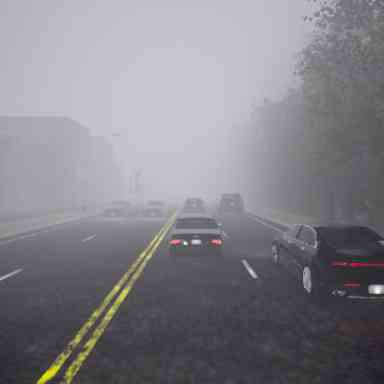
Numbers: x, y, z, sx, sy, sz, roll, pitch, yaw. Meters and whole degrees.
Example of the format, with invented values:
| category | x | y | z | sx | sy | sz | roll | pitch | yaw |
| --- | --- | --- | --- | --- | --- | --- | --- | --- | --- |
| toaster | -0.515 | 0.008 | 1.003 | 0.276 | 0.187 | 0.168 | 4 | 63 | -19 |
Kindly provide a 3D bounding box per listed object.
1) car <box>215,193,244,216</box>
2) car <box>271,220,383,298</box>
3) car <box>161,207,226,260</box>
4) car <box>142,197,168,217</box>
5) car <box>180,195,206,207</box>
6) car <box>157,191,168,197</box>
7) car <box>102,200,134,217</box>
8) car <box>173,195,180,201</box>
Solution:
| category | x | y | z | sx | sy | sz | roll | pitch | yaw |
| --- | --- | --- | --- | --- | --- | --- | --- | --- | --- |
| car | 3.449 | 1.103 | 31.057 | 2.150 | 2.045 | 5.566 | 0 | 0 | 0 |
| car | 3.359 | 1.476 | 8.415 | 1.837 | 1.490 | 4.892 | 0 | 1 | 0 |
| car | 0.134 | 1.499 | 12.237 | 2.033 | 1.411 | 5.357 | 0 | 0 | 0 |
| car | -3.254 | 1.427 | 29.904 | 2.033 | 1.411 | 5.357 | 0 | 0 | 0 |
| car | 0.200 | 1.228 | 31.640 | 2.097 | 1.767 | 4.553 | 0 | 0 | 0 |
| car | -6.267 | 0.906 | 71.054 | 2.150 | 2.045 | 5.566 | 0 | 0 | 0 |
| car | -6.504 | 1.424 | 29.916 | 2.033 | 1.411 | 5.357 | 0 | 0 | 0 |
| car | -3.018 | 1.279 | 71.045 | 1.895 | 1.301 | 4.718 | 0 | 0 | 0 |
